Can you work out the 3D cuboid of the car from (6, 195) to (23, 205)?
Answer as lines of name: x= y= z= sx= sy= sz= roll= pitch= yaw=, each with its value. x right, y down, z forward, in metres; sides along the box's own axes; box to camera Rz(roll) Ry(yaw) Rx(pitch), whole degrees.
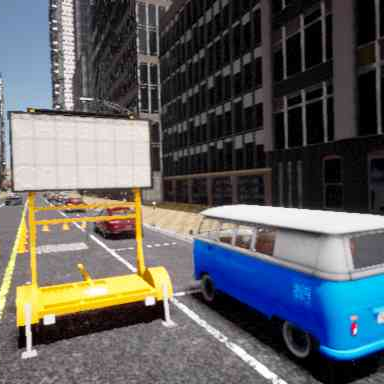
car: x=-25.441 y=1.156 z=47.797 sx=1.994 sy=1.385 sz=4.181 roll=-2 pitch=2 yaw=-26

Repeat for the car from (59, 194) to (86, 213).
car: x=-11.012 y=1.171 z=31.078 sx=1.802 sy=1.307 sz=4.206 roll=-2 pitch=1 yaw=-26

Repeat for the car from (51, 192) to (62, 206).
car: x=-15.980 y=1.040 z=41.321 sx=2.008 sy=1.369 sz=4.403 roll=-2 pitch=1 yaw=-26

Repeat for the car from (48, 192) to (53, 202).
car: x=-18.464 y=0.987 z=46.443 sx=2.008 sy=1.369 sz=4.403 roll=-2 pitch=1 yaw=-26

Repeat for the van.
van: x=1.400 y=1.166 z=5.464 sx=1.690 sy=1.788 sz=3.998 roll=-2 pitch=1 yaw=-26

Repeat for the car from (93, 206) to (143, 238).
car: x=-3.560 y=1.312 z=15.712 sx=1.802 sy=1.307 sz=4.206 roll=-2 pitch=1 yaw=-26

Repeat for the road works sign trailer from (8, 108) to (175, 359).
road works sign trailer: x=-1.924 y=0.366 z=6.088 sx=2.380 sy=3.560 sz=2.880 roll=-2 pitch=1 yaw=-26

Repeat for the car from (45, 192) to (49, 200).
car: x=-23.434 y=0.766 z=56.684 sx=1.967 sy=1.590 sz=4.097 roll=-2 pitch=1 yaw=-26
